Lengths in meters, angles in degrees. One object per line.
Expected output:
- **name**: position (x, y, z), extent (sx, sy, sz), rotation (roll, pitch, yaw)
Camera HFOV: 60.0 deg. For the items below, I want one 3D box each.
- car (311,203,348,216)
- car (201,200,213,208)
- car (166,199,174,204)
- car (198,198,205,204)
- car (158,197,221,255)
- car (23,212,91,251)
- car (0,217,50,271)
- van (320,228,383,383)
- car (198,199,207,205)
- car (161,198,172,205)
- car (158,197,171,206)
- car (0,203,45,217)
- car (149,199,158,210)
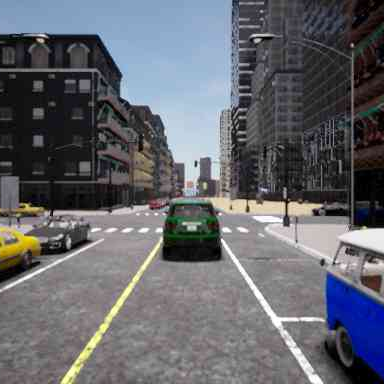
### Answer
- **car**: position (14.657, 1.795, 34.572), extent (4.313, 1.339, 1.947), rotation (0, 0, 0)
- **car**: position (2.617, 2.097, 58.312), extent (1.887, 1.381, 4.507), rotation (-1, -1, 0)
- **car**: position (-5.743, 2.412, 86.494), extent (1.802, 1.307, 4.206), rotation (-1, -1, 0)
- **car**: position (2.601, 2.431, 92.205), extent (1.887, 1.381, 4.507), rotation (-1, -1, 0)
- **car**: position (-0.005, 1.348, 14.024), extent (2.150, 2.045, 5.566), rotation (0, 0, 0)
- **car**: position (-5.709, 1.687, 14.537), extent (2.008, 1.369, 4.403), rotation (-1, -1, 0)
- **car**: position (-5.706, 1.607, 8.704), extent (1.752, 1.417, 4.829), rotation (-1, -1, 0)
- **van**: position (2.674, 1.371, 3.180), extent (1.690, 1.788, 3.998), rotation (-1, -1, 0)
- **car**: position (2.606, 2.326, 80.907), extent (2.008, 1.369, 4.403), rotation (-1, -1, 0)
- **car**: position (-5.740, 2.159, 75.197), extent (1.967, 1.590, 4.097), rotation (-1, -1, 0)
- **car**: position (-5.739, 1.978, 69.551), extent (2.192, 1.841, 5.009), rotation (-1, -1, 0)
- **car**: position (-17.902, 1.826, 34.502), extent (4.829, 1.417, 1.752), rotation (0, 0, 0)
- **car**: position (-5.727, 2.042, 52.602), extent (1.887, 1.381, 4.507), rotation (-1, -1, 0)
